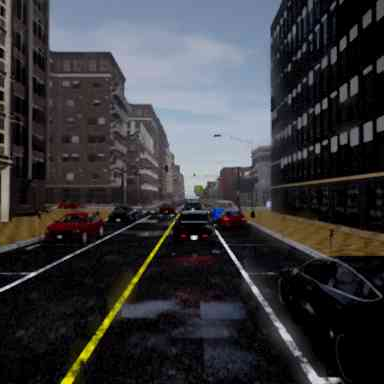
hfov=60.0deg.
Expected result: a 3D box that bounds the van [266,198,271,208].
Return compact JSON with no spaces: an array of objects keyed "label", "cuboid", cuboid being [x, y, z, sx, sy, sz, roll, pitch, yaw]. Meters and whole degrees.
[{"label":"van","cuboid":[14.896,1.974,57.182,3.998,1.788,1.690,0,-1,0]}]

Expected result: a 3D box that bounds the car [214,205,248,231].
[{"label":"car","cuboid":[2.659,1.795,22.220,1.802,1.307,4.206,0,-1,0]}]

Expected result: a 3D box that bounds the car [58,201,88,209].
[{"label":"car","cuboid":[-17.469,2.001,48.719,4.206,1.307,1.802,0,-1,0]}]

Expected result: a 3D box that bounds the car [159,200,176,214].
[{"label":"car","cuboid":[-3.002,2.023,41.332,1.895,1.301,4.718,0,-1,0]}]

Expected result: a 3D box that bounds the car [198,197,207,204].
[{"label":"car","cuboid":[2.688,2.231,89.313,2.192,1.841,5.009,0,-1,0]}]

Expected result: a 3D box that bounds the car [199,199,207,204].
[{"label":"car","cuboid":[2.687,2.436,83.771,1.802,1.307,4.206,0,-1,0]}]

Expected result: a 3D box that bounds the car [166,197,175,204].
[{"label":"car","cuboid":[-5.693,2.231,89.312,2.192,1.841,5.009,0,-1,0]}]

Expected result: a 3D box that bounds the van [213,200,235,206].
[{"label":"van","cuboid":[2.660,1.610,27.911,1.690,1.788,3.998,0,-1,0]}]

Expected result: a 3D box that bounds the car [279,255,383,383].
[{"label":"car","cuboid":[2.661,1.616,5.154,1.947,1.339,4.313,0,-1,0]}]

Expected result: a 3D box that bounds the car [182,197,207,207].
[{"label":"car","cuboid":[0.098,1.659,31.849,2.097,1.767,4.553,0,-1,0]}]

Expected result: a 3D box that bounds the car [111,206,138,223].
[{"label":"car","cuboid":[-5.688,1.835,27.934,1.947,1.339,4.313,0,-1,0]}]

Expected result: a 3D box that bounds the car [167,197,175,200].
[{"label":"car","cuboid":[-5.693,2.317,78.061,1.752,1.417,4.829,0,-1,0]}]

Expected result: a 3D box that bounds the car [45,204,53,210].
[{"label":"car","cuboid":[-22.961,1.933,48.706,4.829,1.417,1.752,0,-1,0]}]

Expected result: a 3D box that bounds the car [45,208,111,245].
[{"label":"car","cuboid":[-5.688,1.703,16.558,1.887,1.381,4.507,0,-1,0]}]

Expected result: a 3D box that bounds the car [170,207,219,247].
[{"label":"car","cuboid":[0.098,1.655,15.981,1.837,1.490,4.892,0,-1,0]}]
